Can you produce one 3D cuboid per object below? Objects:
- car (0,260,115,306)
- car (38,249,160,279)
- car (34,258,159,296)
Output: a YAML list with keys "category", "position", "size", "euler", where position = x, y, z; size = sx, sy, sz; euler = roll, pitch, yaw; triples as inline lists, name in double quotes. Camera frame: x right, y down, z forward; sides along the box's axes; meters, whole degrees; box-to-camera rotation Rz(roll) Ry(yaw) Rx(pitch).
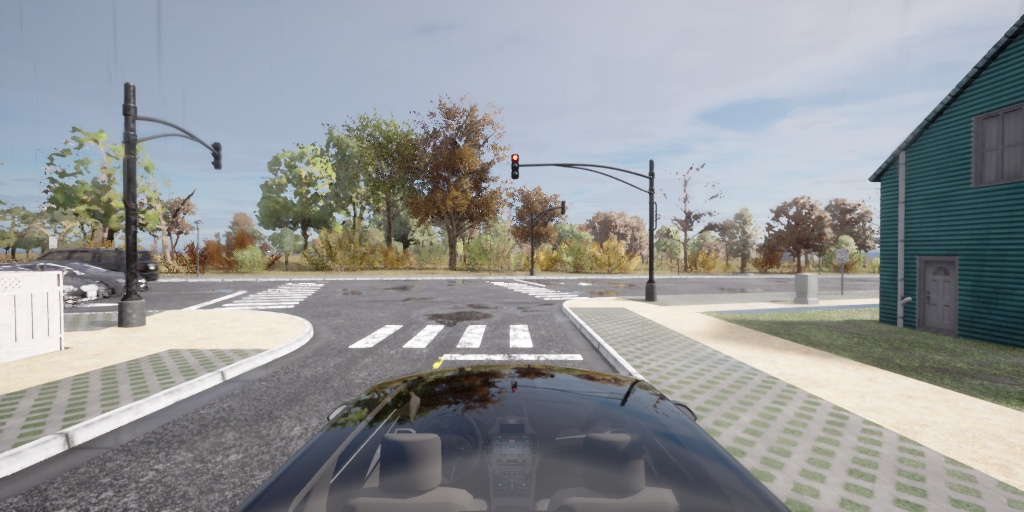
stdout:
- category: "car"
  position: [-16.856, 1.003, 11.536]
  size: [4.902, 1.511, 2.128]
  euler: [1, 0, -22]
- category: "car"
  position: [-20.746, 0.651, 17.207]
  size: [5.566, 2.045, 2.150]
  euler: [1, 0, -22]
- category: "car"
  position: [-18.159, 0.973, 14.514]
  size: [4.902, 1.511, 2.128]
  euler: [1, 0, -22]
